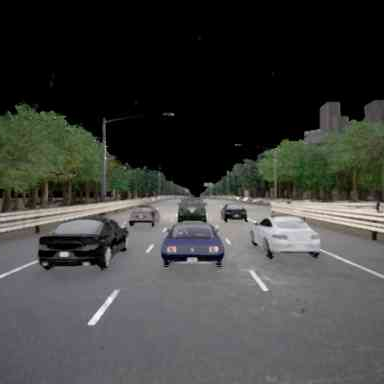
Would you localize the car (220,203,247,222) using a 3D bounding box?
[{"bbox_3d":[3.540,1.709,28.576,1.882,1.535,5.008,0,0,0],"label":"car"}]

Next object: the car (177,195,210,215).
[{"bbox_3d":[0.021,1.441,26.294,2.150,2.045,5.566,0,0,0],"label":"car"}]

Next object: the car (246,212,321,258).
[{"bbox_3d":[3.544,1.640,13.145,1.812,1.442,4.674,0,0,0],"label":"car"}]

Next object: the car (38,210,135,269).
[{"bbox_3d":[-3.470,1.579,11.553,1.882,1.535,5.008,0,-1,0],"label":"car"}]

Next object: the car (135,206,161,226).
[{"bbox_3d":[-3.487,1.758,25.222,2.033,1.411,5.357,0,0,0],"label":"car"}]

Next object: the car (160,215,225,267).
[{"bbox_3d":[0.033,1.704,11.807,1.895,1.301,4.718,0,0,0],"label":"car"}]
